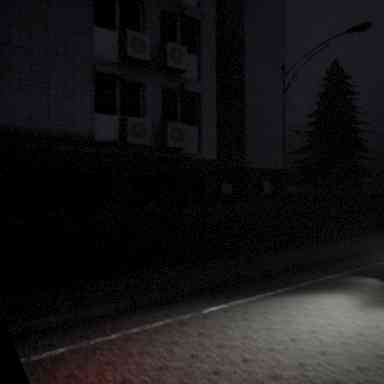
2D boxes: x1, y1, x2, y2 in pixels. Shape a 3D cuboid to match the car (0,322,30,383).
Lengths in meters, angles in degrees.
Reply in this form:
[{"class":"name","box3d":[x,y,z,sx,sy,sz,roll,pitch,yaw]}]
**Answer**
[{"class":"car","box3d":[-3.388,1.615,1.572,4.718,1.301,1.895,0,0,-35]}]
